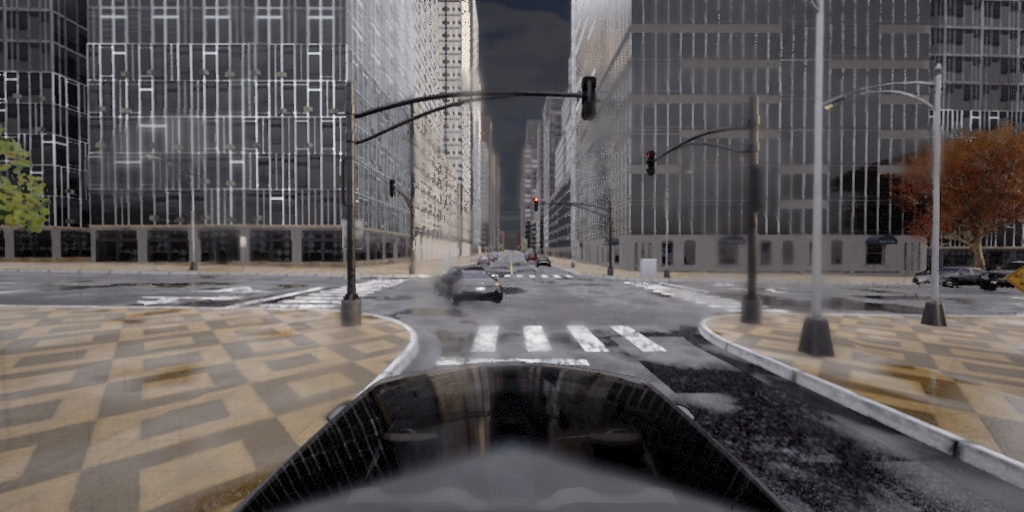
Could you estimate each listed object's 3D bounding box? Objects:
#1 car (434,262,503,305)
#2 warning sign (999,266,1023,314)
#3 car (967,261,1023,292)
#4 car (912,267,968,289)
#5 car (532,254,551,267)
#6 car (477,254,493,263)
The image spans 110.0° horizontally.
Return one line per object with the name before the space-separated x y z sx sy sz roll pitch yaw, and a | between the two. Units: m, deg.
car | -1.894 1.124 14.907 1.994 1.385 4.181 1 1 -22
warning sign | 17.274 1.065 11.902 1.060 1.860 1.300 0 0 -3
car | 32.230 1.297 22.044 5.566 2.045 2.150 1 1 -3
car | 31.180 1.503 25.252 4.902 1.511 2.128 1 1 -3
car | 3.925 0.726 45.699 1.948 1.339 4.313 0 0 0
car | -4.028 0.665 51.191 1.802 1.307 4.207 0 0 0
